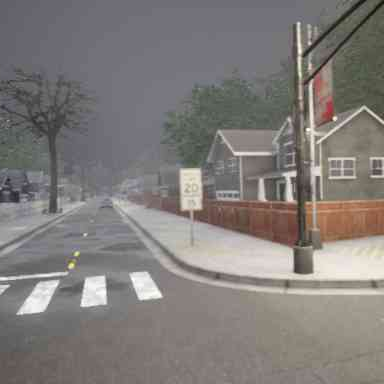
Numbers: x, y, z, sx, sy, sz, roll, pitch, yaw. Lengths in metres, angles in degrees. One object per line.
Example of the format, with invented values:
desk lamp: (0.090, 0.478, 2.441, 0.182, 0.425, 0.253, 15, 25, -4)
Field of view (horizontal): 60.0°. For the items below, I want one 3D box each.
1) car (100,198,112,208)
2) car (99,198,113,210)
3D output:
car: (-14.212, 1.832, 54.934, 1.837, 1.490, 4.892, -2, 0, -15)
car: (-12.490, 1.840, 48.562, 2.033, 1.411, 5.357, -2, 0, -14)
